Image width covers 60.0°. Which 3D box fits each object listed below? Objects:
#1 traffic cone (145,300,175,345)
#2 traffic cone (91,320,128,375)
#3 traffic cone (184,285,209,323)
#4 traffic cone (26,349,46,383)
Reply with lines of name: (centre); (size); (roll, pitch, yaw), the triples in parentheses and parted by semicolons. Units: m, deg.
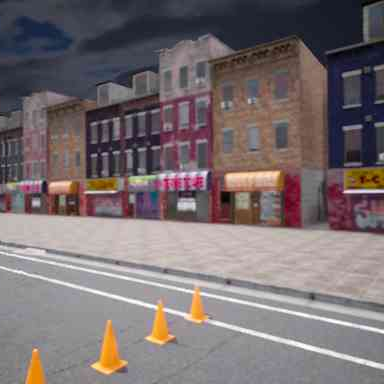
traffic cone: (-0.499, 1.974, 5.161); (0.340, 0.580, 0.340); (0, 0, 36)
traffic cone: (-1.081, 1.973, 4.347); (0.340, 0.580, 0.340); (0, 0, 36)
traffic cone: (0.083, 1.974, 5.974); (0.340, 0.580, 0.340); (0, 0, 36)
traffic cone: (-1.663, 1.972, 3.534); (0.340, 0.580, 0.340); (0, 0, 36)
